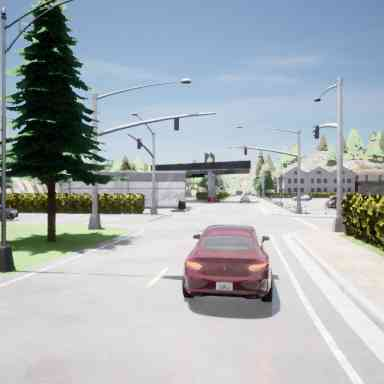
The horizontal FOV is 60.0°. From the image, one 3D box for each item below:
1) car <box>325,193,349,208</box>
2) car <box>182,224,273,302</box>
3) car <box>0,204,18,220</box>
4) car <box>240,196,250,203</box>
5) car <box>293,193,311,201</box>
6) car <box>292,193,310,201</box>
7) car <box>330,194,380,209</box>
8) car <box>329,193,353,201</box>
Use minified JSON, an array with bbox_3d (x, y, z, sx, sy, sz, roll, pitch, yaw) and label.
[{"bbox_3d":[19.529,1.330,42.028,5.027,1.636,2.152,0,0,9],"label":"car"},{"bbox_3d":[0.940,1.526,8.241,1.812,1.442,4.674,0,0,9],"label":"car"},{"bbox_3d":[-16.208,1.492,26.272,4.902,1.511,2.128,0,0,9],"label":"car"},{"bbox_3d":[10.849,1.526,68.068,1.812,1.442,4.674,0,0,10],"label":"car"},{"bbox_3d":[26.034,1.077,79.047,3.866,1.878,1.905,0,0,9],"label":"car"},{"bbox_3d":[24.904,1.361,75.861,3.806,1.475,1.970,0,0,9],"label":"car"},{"bbox_3d":[19.084,1.340,38.922,4.514,1.523,2.007,0,0,9],"label":"car"},{"bbox_3d":[33.283,1.097,74.555,4.605,1.855,1.932,0,0,9],"label":"car"}]
